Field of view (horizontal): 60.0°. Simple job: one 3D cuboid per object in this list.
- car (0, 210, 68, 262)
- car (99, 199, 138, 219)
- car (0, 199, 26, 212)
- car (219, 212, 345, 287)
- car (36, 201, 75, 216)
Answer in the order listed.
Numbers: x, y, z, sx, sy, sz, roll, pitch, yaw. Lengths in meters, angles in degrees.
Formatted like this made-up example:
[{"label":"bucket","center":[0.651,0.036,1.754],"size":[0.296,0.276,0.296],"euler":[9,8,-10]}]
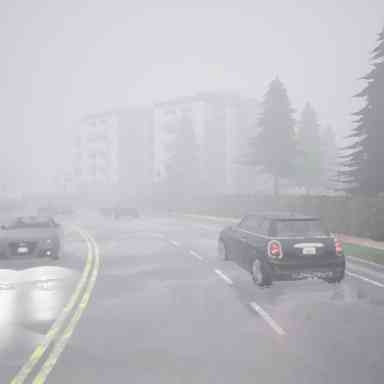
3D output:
[{"label":"car","center":[-5.710,1.564,11.899],"size":[1.994,1.385,4.181],"euler":[0,0,-18]},{"label":"car","center":[-6.456,1.352,28.874],"size":[2.097,1.767,4.553],"euler":[0,0,-35]},{"label":"car","center":[-21.094,1.492,38.207],"size":[4.902,1.511,2.128],"euler":[0,0,32]},{"label":"car","center":[2.256,1.352,9.604],"size":[2.097,1.767,4.553],"euler":[0,0,-10]},{"label":"car","center":[-12.913,1.547,31.344],"size":[2.033,1.411,5.357],"euler":[0,0,-44]}]
